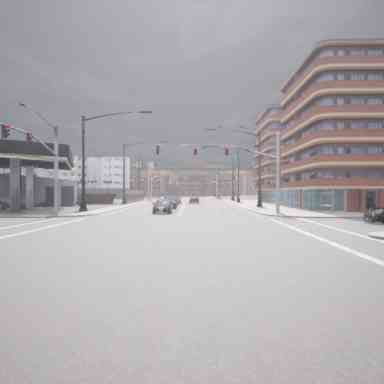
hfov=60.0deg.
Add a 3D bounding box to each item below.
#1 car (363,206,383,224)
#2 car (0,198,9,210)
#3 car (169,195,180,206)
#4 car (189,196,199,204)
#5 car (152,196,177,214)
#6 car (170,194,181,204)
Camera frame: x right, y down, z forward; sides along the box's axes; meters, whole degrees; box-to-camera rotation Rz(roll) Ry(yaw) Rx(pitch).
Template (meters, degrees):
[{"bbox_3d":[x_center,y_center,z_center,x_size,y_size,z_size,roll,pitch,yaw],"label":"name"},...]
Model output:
[{"bbox_3d":[14.727,1.352,23.648,4.553,1.767,2.097,0,0,1],"label":"car"},{"bbox_3d":[-23.937,1.456,39.397,3.806,1.475,1.970,0,0,1],"label":"car"},{"bbox_3d":[-3.126,1.352,44.919,2.097,1.767,4.553,0,0,0],"label":"car"},{"bbox_3d":[0.442,1.526,65.794,1.812,1.442,4.674,0,0,0],"label":"car"},{"bbox_3d":[-3.070,1.492,35.201,2.128,1.511,4.902,0,0,0],"label":"car"},{"bbox_3d":[-3.198,1.352,65.091,2.097,1.767,4.553,0,0,0],"label":"car"}]
